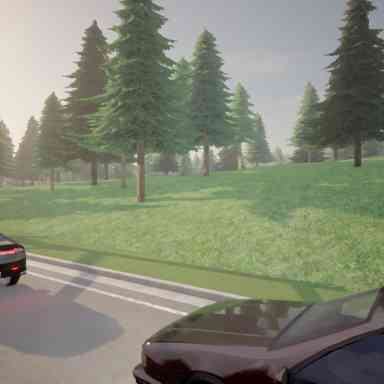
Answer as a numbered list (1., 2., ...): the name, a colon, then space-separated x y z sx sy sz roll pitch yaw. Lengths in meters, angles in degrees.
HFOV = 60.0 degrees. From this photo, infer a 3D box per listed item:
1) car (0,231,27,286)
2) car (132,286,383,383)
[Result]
1. car: -5.979 1.491 8.148 4.902 1.511 2.128 0 0 36
2. car: 2.011 1.547 2.558 5.357 1.411 2.033 0 0 35
